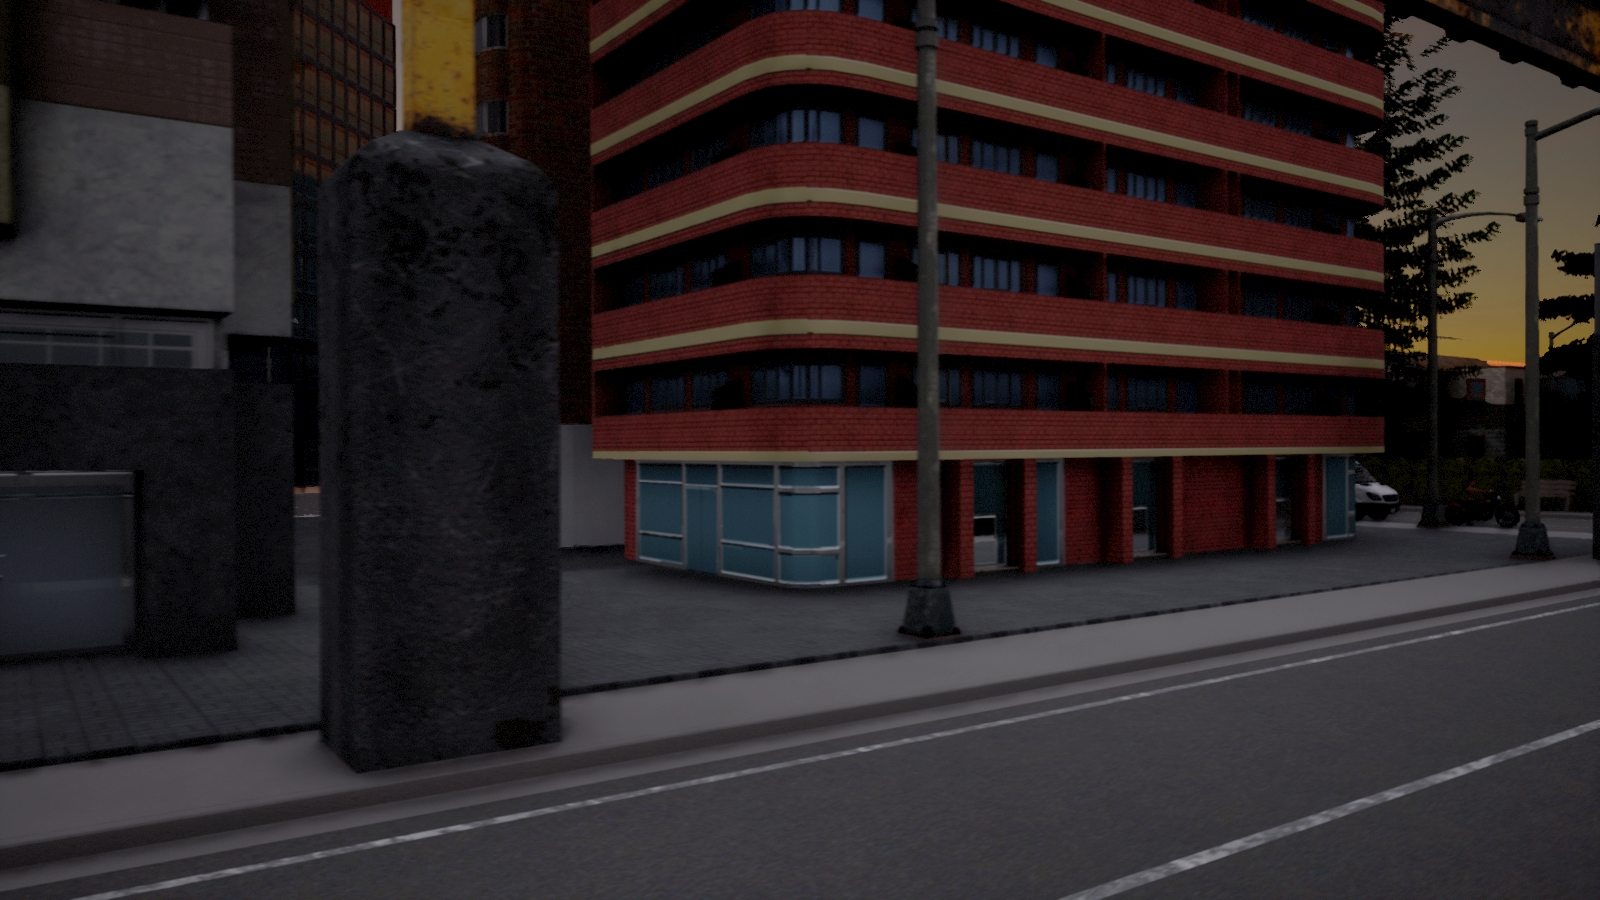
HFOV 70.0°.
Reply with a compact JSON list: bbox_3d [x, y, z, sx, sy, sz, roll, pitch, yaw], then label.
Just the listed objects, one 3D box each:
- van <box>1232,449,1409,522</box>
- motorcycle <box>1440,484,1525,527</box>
[{"bbox_3d":[19.669,1.249,43.488,1.988,2.561,5.915,0,0,-35],"label":"van"},{"bbox_3d":[23.053,1.857,38.615,0.764,1.332,2.356,0,0,-35],"label":"motorcycle"}]
